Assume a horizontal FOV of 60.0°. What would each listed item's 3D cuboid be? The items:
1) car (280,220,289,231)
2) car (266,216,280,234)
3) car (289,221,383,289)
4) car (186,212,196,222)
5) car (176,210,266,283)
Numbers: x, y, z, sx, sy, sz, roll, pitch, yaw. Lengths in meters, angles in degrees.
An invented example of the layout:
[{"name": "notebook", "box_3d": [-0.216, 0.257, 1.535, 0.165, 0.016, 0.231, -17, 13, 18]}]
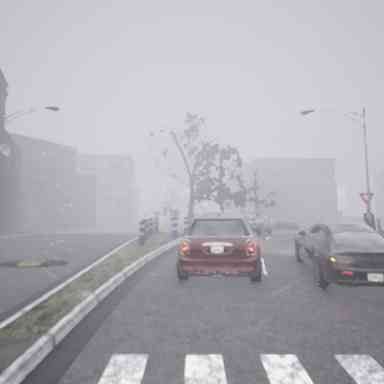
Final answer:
[{"name": "car", "box_3d": [11.781, 4.469, 43.800, 1.837, 1.490, 4.892, 6, -8, -31]}, {"name": "car", "box_3d": [3.693, 1.923, 20.313, 2.033, 1.411, 5.357, -3, -6, 25]}, {"name": "car", "box_3d": [3.994, 1.511, 8.946, 1.812, 1.442, 4.674, -1, 1, 8]}, {"name": "car", "box_3d": [-0.243, 5.927, 79.898, 2.150, 2.045, 5.566, 0, 0, 0]}, {"name": "car", "box_3d": [0.905, 1.379, 9.990, 2.097, 1.767, 4.553, -1, 0, 8]}]
